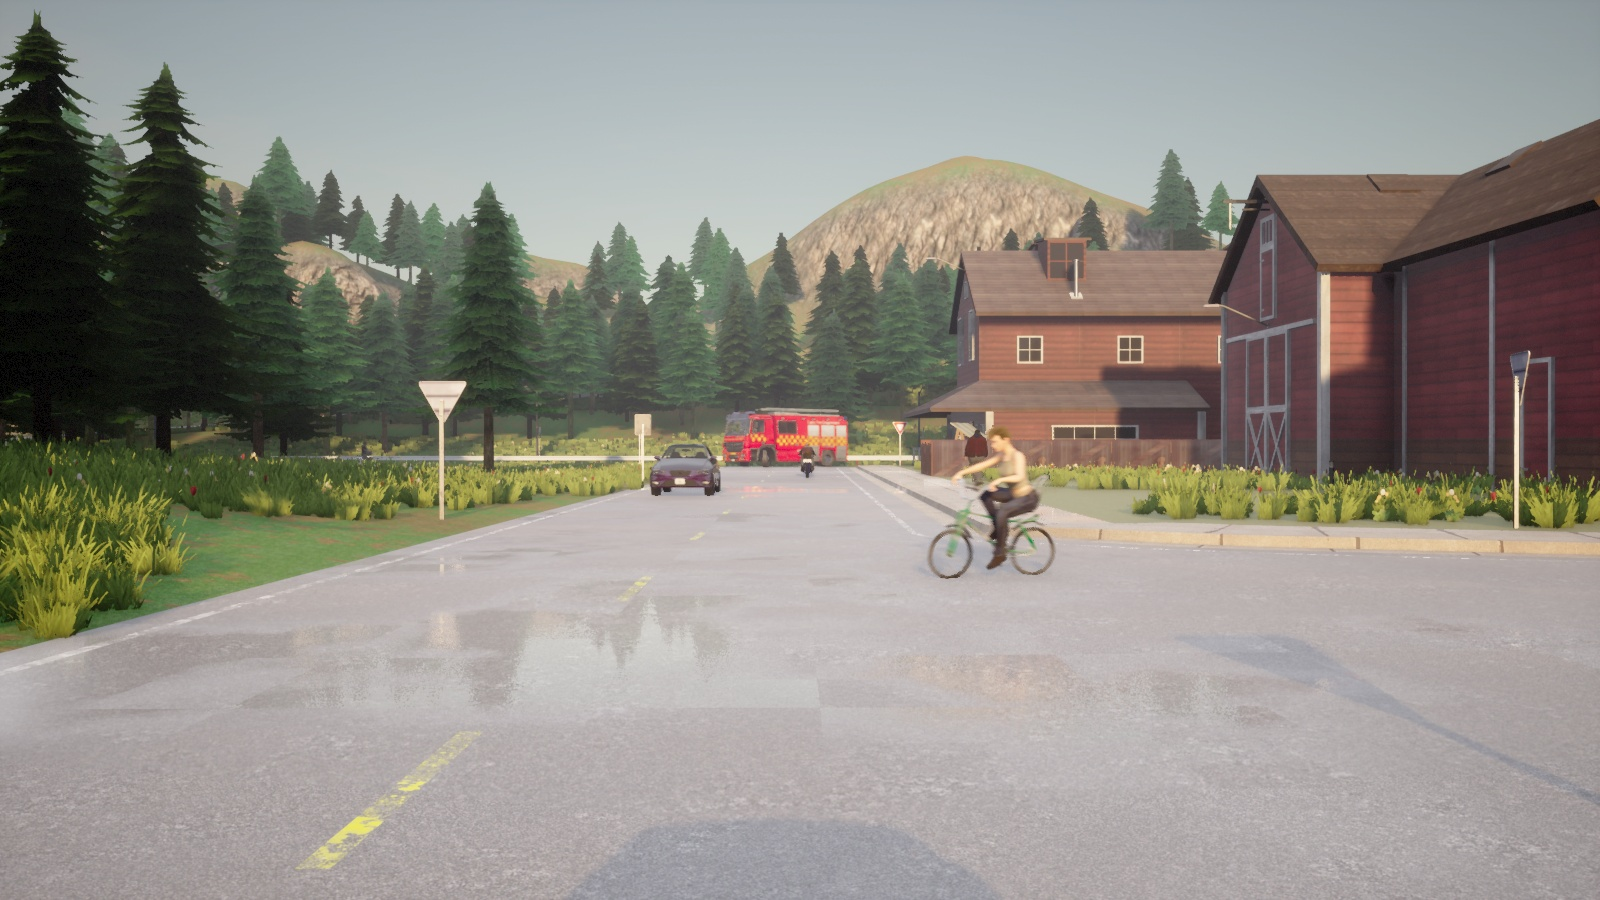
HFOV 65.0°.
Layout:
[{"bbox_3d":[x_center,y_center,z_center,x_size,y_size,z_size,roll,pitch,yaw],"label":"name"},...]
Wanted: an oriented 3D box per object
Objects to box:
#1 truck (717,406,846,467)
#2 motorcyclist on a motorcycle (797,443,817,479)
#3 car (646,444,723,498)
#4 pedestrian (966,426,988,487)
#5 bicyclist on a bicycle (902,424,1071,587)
[{"bbox_3d":[-1.143,-0.791,82.305,8.468,3.827,2.891,0,-1,-38],"label":"truck"},{"bbox_3d":[0.319,0.472,54.908,0.866,1.530,2.191,0,0,0],"label":"motorcyclist on a motorcycle"},{"bbox_3d":[-3.284,0.552,36.381,1.816,1.474,4.193,0,0,0],"label":"car"},{"bbox_3d":[5.412,0.190,38.357,0.634,1.844,0.899,0,0,11],"label":"pedestrian"},{"bbox_3d":[1.957,0.551,13.284,1.509,1.612,0.866,-1,3,-18],"label":"bicyclist on a bicycle"}]
